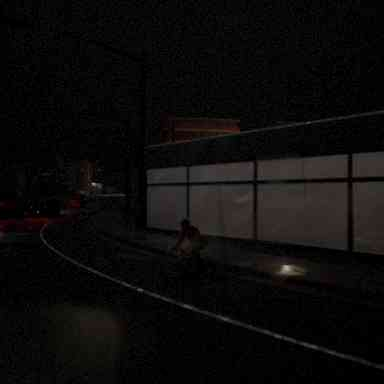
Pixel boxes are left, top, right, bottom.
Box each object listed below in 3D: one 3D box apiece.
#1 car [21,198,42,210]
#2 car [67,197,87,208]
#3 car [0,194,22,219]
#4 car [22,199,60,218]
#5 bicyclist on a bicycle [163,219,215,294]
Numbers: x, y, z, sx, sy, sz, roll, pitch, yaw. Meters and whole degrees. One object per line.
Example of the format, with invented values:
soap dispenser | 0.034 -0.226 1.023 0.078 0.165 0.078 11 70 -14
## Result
car | -20.756 1.524 42.971 1.994 1.385 4.181 0 0 -33
car | -16.102 1.437 46.746 1.882 1.535 5.008 0 0 -7
car | -16.725 1.205 29.298 2.150 2.045 5.566 0 0 -11
car | -13.342 1.476 30.214 2.128 1.511 4.902 0 0 -11
bicyclist on a bicycle | -0.029 1.437 7.644 1.656 1.620 0.582 -1 1 -44
